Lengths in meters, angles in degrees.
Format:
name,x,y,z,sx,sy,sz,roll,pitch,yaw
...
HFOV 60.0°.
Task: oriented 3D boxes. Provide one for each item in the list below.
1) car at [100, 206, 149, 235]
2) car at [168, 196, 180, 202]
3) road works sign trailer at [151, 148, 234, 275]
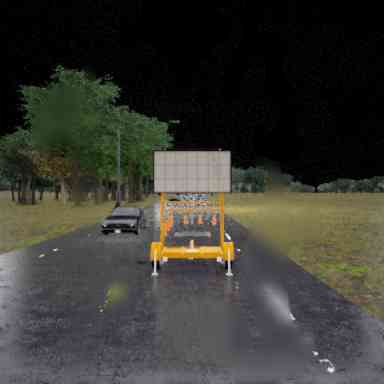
name,x,y,z,sx,sy,sz,roll,pitch,yaw
car,-3.563,1.500,18.659,2.033,1.411,5.357,0,0,0
car,-3.200,1.340,60.123,1.895,1.301,4.718,0,0,1
road works sign trailer,0.010,0.444,10.313,2.380,3.560,2.880,0,0,0
